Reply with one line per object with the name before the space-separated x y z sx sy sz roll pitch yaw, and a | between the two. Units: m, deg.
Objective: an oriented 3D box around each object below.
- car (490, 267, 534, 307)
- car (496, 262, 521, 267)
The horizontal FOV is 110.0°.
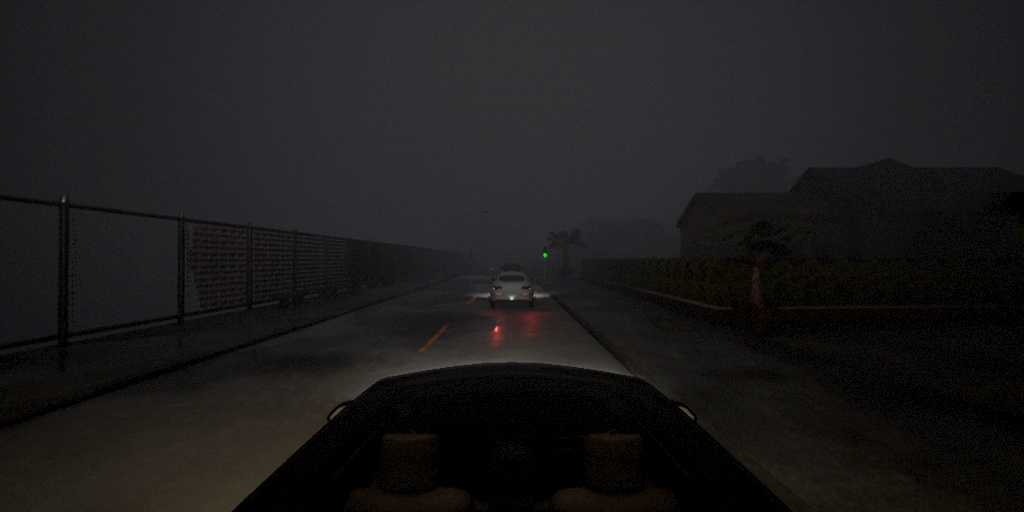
car | 0.005 1.411 16.238 1.812 1.442 4.674 0 0 0
car | 0.003 1.373 30.933 2.097 1.767 4.553 0 -1 0
